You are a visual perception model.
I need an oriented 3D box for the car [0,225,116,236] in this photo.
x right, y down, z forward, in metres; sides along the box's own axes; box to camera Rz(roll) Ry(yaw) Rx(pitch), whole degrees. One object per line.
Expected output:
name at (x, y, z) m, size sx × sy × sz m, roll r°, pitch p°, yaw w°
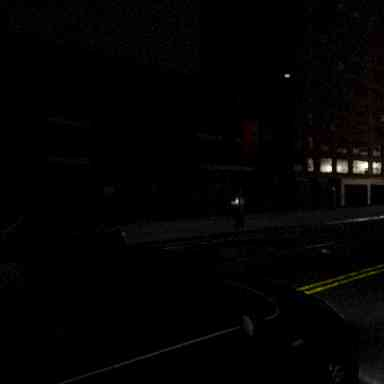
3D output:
car at (-2.642, 1.550, 5.792) m, size 4.181 × 1.385 × 1.994 m, roll -1°, pitch 0°, yaw -35°

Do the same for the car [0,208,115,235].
car at (-4.021, 1.331, 8.800) m, size 4.553 × 1.767 × 2.097 m, roll -1°, pitch 0°, yaw -35°

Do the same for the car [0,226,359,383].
car at (-0.435, 1.337, 3.125) m, size 4.553 × 1.767 × 2.097 m, roll -1°, pitch 1°, yaw -36°
